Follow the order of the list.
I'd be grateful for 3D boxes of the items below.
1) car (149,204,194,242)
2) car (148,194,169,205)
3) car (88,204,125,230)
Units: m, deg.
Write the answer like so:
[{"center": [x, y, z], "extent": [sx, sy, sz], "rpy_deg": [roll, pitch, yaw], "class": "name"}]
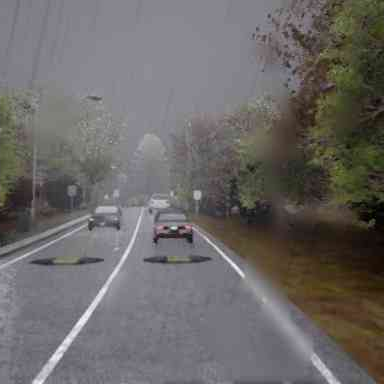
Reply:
[{"center": [-1.029, 1.569, 16.528], "extent": [2.033, 1.411, 5.357], "rpy_deg": [0, 0, -6], "class": "car"}, {"center": [-3.754, 1.246, 37.878], "extent": [2.150, 2.045, 5.566], "rpy_deg": [0, 0, -7], "class": "car"}, {"center": [-5.294, 1.522, 20.985], "extent": [1.812, 1.442, 4.674], "rpy_deg": [0, 0, -7], "class": "car"}]
